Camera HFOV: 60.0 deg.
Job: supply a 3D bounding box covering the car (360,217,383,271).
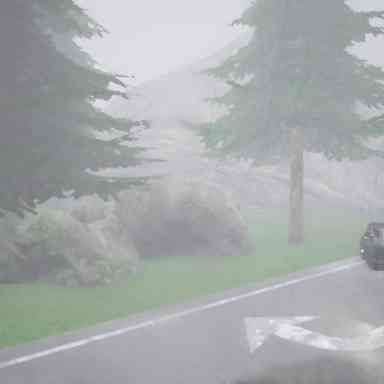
[{"bbox_3d":[6.722,0.927,8.755,5.566,2.045,2.150,-2,1,-35],"label":"car"}]
